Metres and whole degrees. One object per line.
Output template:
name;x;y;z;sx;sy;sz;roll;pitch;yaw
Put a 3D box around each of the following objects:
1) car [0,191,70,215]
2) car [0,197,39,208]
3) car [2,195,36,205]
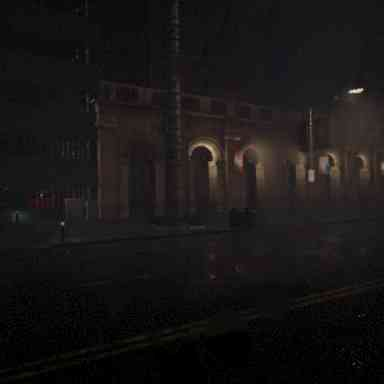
car;-13.119;0.976;28.485;5.566;2.045;2.435;-1;0;-30
car;-22.958;1.404;44.172;4.718;1.301;1.895;-1;0;-30
car;-28.316;1.340;54.470;4.786;1.482;2.161;-1;0;-30
